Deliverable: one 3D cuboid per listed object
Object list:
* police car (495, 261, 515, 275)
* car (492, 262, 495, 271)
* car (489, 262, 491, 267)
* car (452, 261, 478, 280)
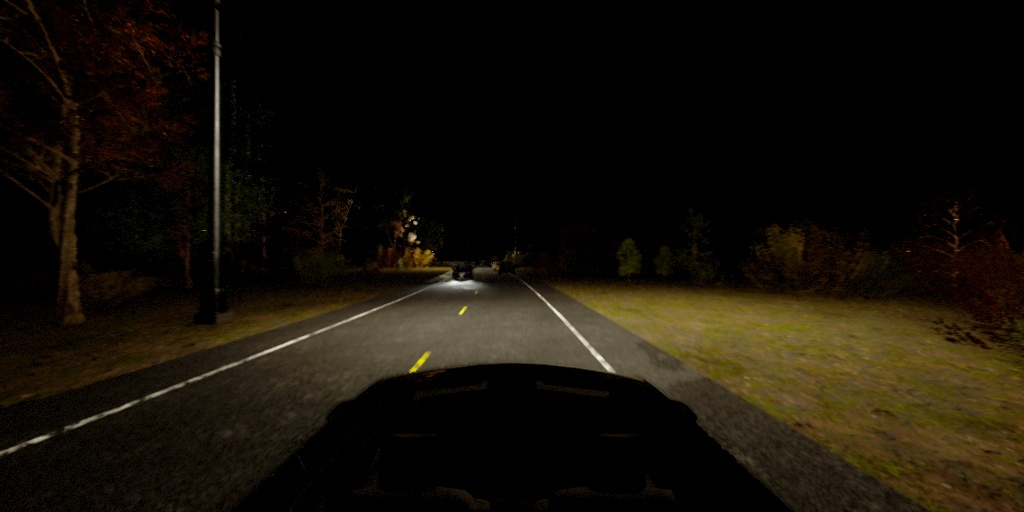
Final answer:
[{"bbox_3d":[-0.733,1.475,44.584,1.930,1.638,5.238,0,0,-5],"label":"police car"},{"bbox_3d":[-1.690,1.572,54.674,1.801,1.575,5.366,0,0,-6],"label":"car"},{"bbox_3d":[-2.336,1.678,60.482,1.812,1.442,4.674,0,0,-7],"label":"car"},{"bbox_3d":[-4.656,1.490,34.521,2.128,1.511,4.902,0,0,-4],"label":"car"}]
